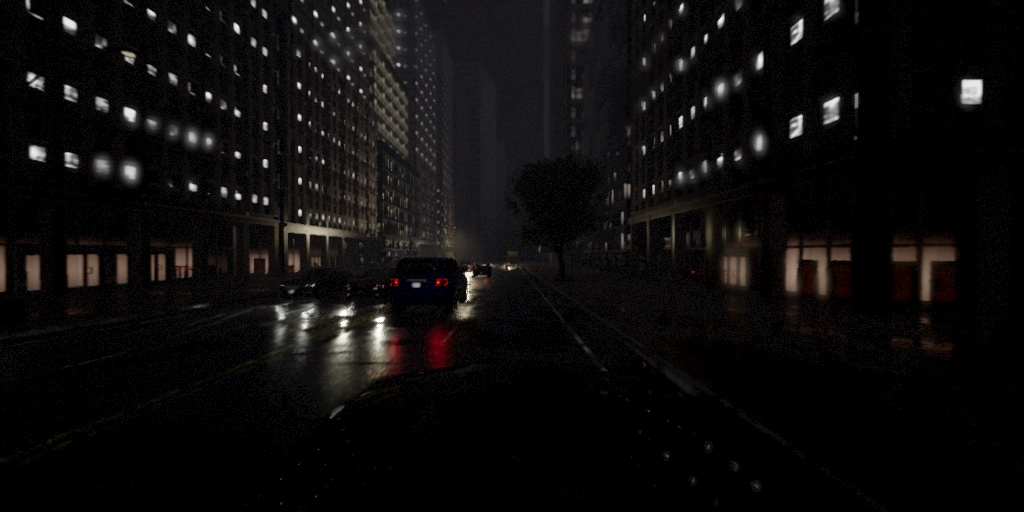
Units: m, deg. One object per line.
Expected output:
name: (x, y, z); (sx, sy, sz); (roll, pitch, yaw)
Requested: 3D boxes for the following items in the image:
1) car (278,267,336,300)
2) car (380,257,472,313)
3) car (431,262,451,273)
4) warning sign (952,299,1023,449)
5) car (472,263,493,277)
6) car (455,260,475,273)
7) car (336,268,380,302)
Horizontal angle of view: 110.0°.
car: (-9.794, 1.347, 18.406); (2.128, 1.511, 4.902); (0, -1, 1)
car: (-3.141, 1.053, 14.465); (2.150, 2.045, 5.566); (0, 0, 0)
car: (-9.790, 1.558, 49.907); (1.837, 1.490, 4.892); (0, 0, 0)
warning sign: (2.850, 0.867, 1.850); (1.300, 1.860, 1.060); (0, 0, 0)
car: (-3.124, 1.476, 38.586); (2.128, 1.511, 4.902); (0, 0, 0)
car: (-6.536, 1.409, 50.083); (2.097, 1.767, 4.553); (0, 0, 0)
car: (-6.546, 1.330, 18.028); (1.882, 1.535, 5.008); (0, -1, 0)
